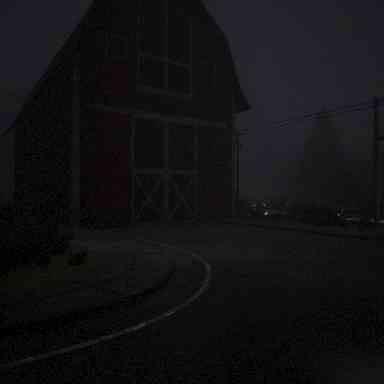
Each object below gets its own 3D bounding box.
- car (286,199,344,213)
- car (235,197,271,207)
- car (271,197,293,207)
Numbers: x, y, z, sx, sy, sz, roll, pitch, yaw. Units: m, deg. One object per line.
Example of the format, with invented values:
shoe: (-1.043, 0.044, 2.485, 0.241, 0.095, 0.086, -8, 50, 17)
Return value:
car: (11.274, 1.627, 30.210, 1.895, 1.301, 4.718, 0, 0, -34)
car: (6.167, 1.379, 37.650, 2.097, 1.767, 4.553, 0, 0, -34)
car: (9.996, 1.379, 38.611, 2.097, 1.767, 4.553, 0, 0, -34)
